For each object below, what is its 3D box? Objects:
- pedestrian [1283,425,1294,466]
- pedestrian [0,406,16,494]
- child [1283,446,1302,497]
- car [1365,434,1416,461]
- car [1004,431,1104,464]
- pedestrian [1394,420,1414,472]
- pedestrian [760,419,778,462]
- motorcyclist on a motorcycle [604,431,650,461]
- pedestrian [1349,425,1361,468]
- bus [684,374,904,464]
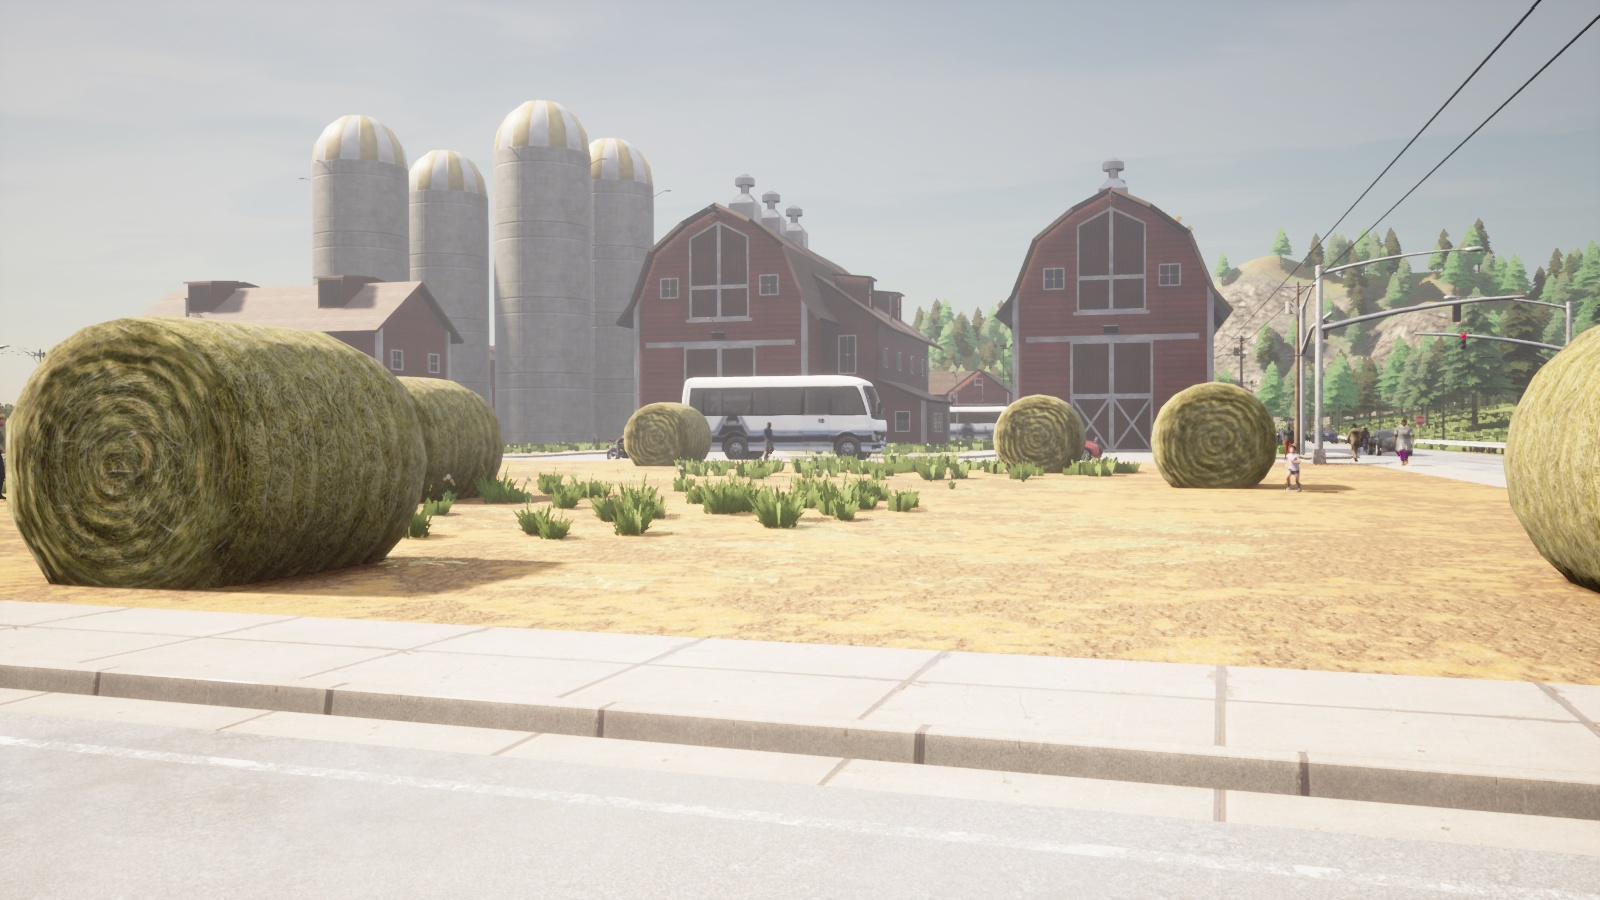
[{"bbox_3d":[22.282,-0.196,57.238,0.353,1.847,0.614,0,1,12],"label":"pedestrian"},{"bbox_3d":[-16.708,0.002,26.195,0.594,1.836,0.345,0,1,-31],"label":"pedestrian"},{"bbox_3d":[10.922,0.469,27.852,0.255,1.110,0.394,1,1,41],"label":"child"},{"bbox_3d":[33.967,-0.165,72.361,1.837,1.490,4.892,0,1,16],"label":"car"},{"bbox_3d":[11.986,-0.126,59.228,4.514,1.525,2.007,0,1,15],"label":"car"},{"bbox_3d":[22.809,-0.165,47.433,0.659,1.952,0.873,1,1,26],"label":"pedestrian"},{"bbox_3d":[-1.345,-0.395,54.110,0.726,1.835,0.370,1,1,42],"label":"pedestrian"},{"bbox_3d":[-8.915,-0.211,64.734,2.191,1.530,0.866,1,1,15],"label":"motorcyclist on a motorcycle"},{"bbox_3d":[25.133,-0.179,56.844,0.396,1.930,0.692,0,1,15],"label":"pedestrian"},{"bbox_3d":[-0.240,-1.542,62.431,10.273,4.253,3.944,0,1,15],"label":"bus"}]
